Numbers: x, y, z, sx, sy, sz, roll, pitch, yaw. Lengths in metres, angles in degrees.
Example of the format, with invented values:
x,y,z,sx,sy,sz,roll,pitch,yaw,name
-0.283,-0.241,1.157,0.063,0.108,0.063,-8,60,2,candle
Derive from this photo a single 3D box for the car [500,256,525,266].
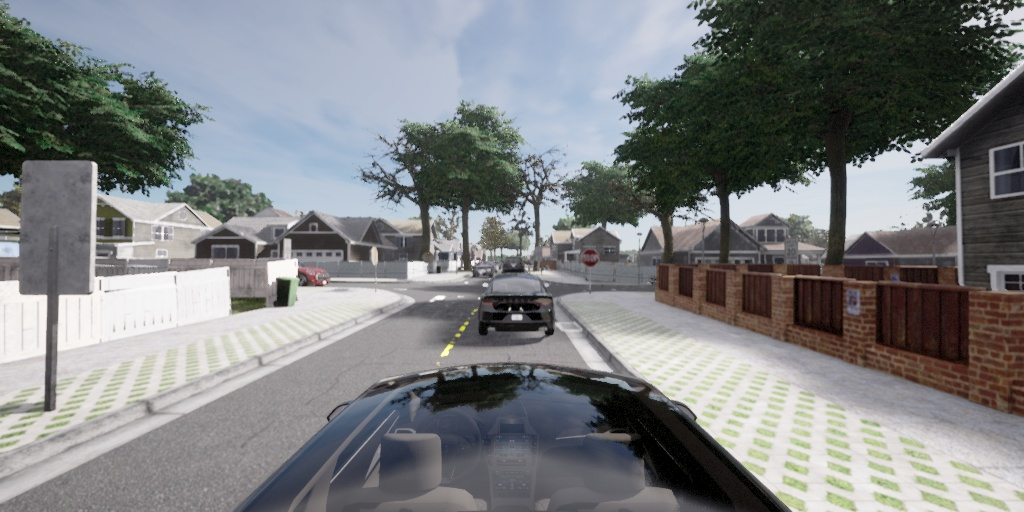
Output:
x,y,z,sx,sy,sz,roll,pitch,yaw,name
0.161,1.059,36.976,2.150,2.045,5.566,0,0,0,car

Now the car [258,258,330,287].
x,y,z,sx,sy,sz,roll,pitch,yaw,name
-13.025,0.911,20.735,4.553,1.767,2.097,1,-1,2,car

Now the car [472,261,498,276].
x,y,z,sx,sy,sz,roll,pitch,yaw,name
-2.783,1.320,35.312,2.128,1.511,4.902,0,0,0,car

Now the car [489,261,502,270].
x,y,z,sx,sy,sz,roll,pitch,yaw,name
-2.691,1.534,58.570,1.837,1.490,4.892,0,-1,1,car

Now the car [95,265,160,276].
x,y,z,sx,sy,sz,roll,pitch,yaw,name
-22.964,0.926,20.708,4.892,1.490,1.837,1,-1,-1,car

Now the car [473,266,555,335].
x,y,z,sx,sy,sz,roll,pitch,yaw,name
0.116,1.229,10.517,1.882,1.535,5.008,0,0,0,car

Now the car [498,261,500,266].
x,y,z,sx,sy,sz,roll,pitch,yaw,name
-2.752,1.505,46.056,1.895,1.301,4.718,0,-1,1,car

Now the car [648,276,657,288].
x,y,z,sx,sy,sz,roll,pitch,yaw,name
11.745,1.615,24.023,4.718,1.301,1.895,1,-1,-1,car
